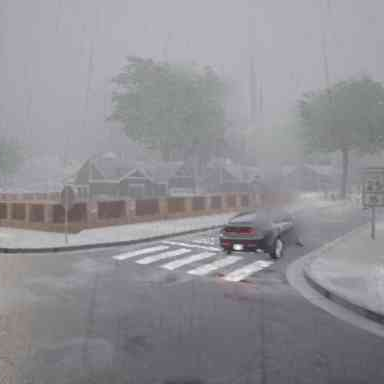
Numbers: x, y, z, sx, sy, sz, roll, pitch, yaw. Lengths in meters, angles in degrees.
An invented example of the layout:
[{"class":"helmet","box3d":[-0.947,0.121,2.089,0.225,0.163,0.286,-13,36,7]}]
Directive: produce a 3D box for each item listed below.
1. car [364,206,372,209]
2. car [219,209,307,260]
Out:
[{"class":"car","box3d":[19.957,0.795,35.699,2.150,2.045,5.566,1,2,35]},{"class":"car","box3d":[2.718,1.379,12.119,1.837,1.490,4.892,-3,-1,33]}]
